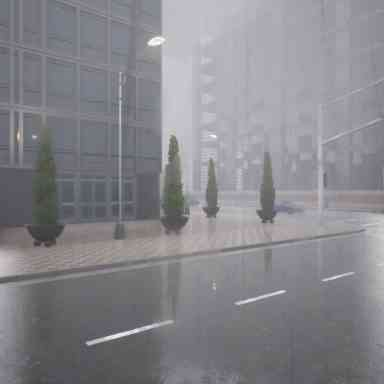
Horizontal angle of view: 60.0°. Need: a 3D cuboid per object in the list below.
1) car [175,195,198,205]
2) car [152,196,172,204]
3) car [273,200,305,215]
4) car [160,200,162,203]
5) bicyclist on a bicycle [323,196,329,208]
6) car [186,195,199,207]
[{"bbox_3d":[-1.005,1.407,61.995,2.097,1.767,4.553,0,0,-36],"label":"car"},{"bbox_3d":[-6.312,1.560,69.161,1.837,1.490,4.892,0,0,-36],"label":"car"},{"bbox_3d":[9.710,1.581,35.252,1.812,1.442,4.674,0,0,-36],"label":"car"},{"bbox_3d":[-3.829,1.547,59.927,2.128,1.511,4.902,0,0,-36],"label":"car"},{"bbox_3d":[17.854,1.356,44.381,1.656,1.620,0.582,0,0,-36],"label":"bicyclist on a bicycle"},{"bbox_3d":[-0.992,1.407,49.877,2.097,1.767,4.553,0,0,-36],"label":"car"}]
